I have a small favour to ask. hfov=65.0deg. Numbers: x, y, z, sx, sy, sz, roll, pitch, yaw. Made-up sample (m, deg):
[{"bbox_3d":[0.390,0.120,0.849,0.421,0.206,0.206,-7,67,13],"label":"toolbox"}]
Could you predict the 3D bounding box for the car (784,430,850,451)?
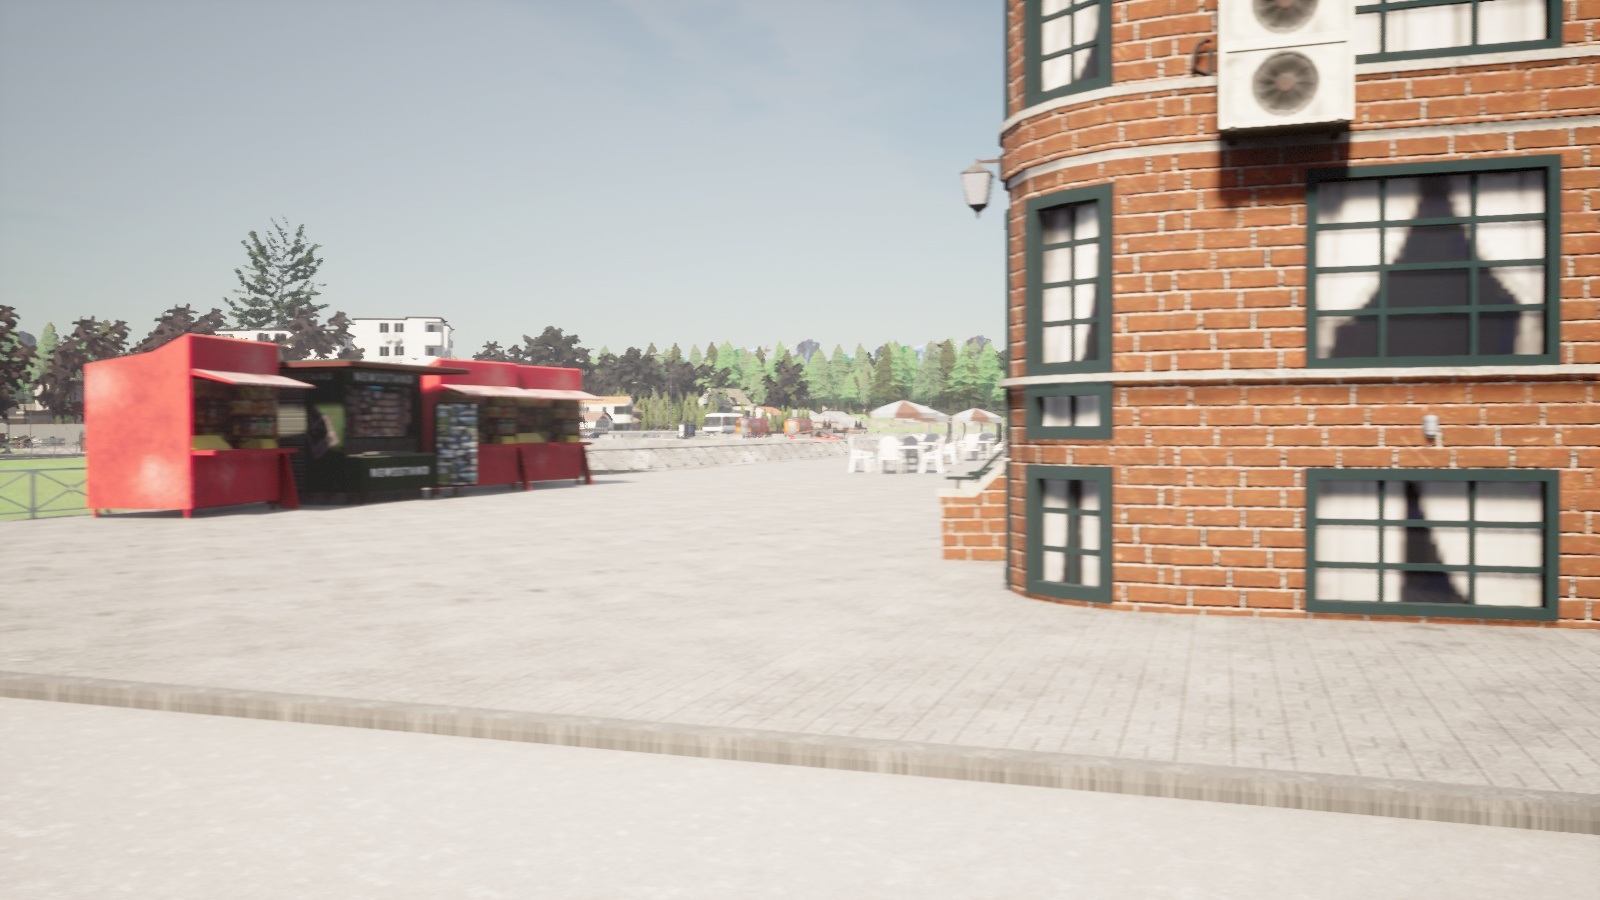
[{"bbox_3d":[1.294,-0.736,94.446,4.514,1.525,2.007,1,1,19],"label":"car"}]
